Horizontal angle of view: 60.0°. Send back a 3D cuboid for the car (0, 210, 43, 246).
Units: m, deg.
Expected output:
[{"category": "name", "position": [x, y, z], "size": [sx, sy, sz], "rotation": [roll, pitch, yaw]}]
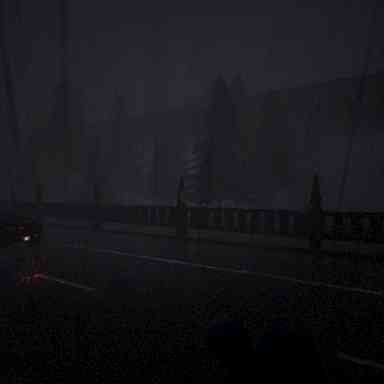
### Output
[{"category": "car", "position": [-8.269, 1.516, 14.066], "size": [4.892, 1.490, 1.837], "rotation": [0, 0, 36]}]
